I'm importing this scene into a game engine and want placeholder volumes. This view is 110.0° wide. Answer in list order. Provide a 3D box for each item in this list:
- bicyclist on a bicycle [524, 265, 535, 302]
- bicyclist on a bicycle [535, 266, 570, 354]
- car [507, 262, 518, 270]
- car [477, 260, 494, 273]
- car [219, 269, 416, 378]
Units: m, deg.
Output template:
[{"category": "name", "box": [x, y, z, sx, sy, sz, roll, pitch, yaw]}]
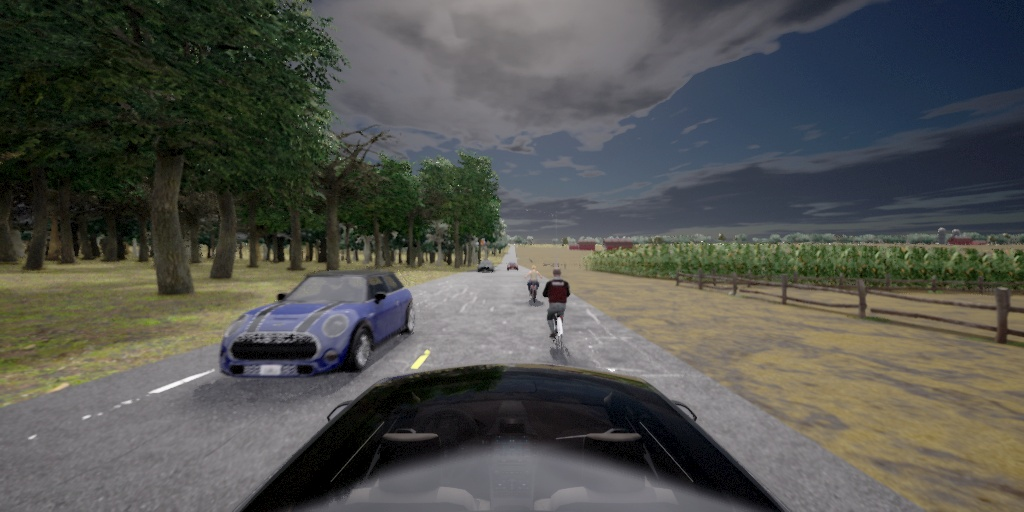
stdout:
[{"category": "bicyclist on a bicycle", "box": [0.973, 1.221, 16.150, 0.866, 1.612, 1.509, 0, -1, 0]}, {"category": "bicyclist on a bicycle", "box": [0.964, 1.129, 7.891, 0.659, 1.776, 1.843, 0, 0, 0]}, {"category": "car", "box": [0.110, 1.821, 62.394, 1.895, 1.301, 4.718, 0, -1, 0]}, {"category": "car", "box": [-3.584, 1.391, 49.618, 2.097, 1.767, 4.553, 0, -1, 0]}, {"category": "car", "box": [-3.598, 1.110, 7.589, 2.097, 1.767, 4.553, 0, 0, 0]}]
